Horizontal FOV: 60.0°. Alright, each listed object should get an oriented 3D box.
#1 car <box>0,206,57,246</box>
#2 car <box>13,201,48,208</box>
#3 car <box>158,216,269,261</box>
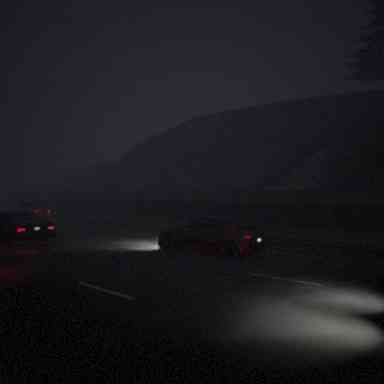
[{"bbox_3d":[-8.294,1.577,15.539,5.357,1.411,2.033,0,0,43],"label":"car"},{"bbox_3d":[-12.007,1.397,24.177,2.097,1.767,4.553,0,0,-44],"label":"car"},{"bbox_3d":[0.703,1.591,12.464,4.181,1.385,1.994,0,0,38],"label":"car"}]
